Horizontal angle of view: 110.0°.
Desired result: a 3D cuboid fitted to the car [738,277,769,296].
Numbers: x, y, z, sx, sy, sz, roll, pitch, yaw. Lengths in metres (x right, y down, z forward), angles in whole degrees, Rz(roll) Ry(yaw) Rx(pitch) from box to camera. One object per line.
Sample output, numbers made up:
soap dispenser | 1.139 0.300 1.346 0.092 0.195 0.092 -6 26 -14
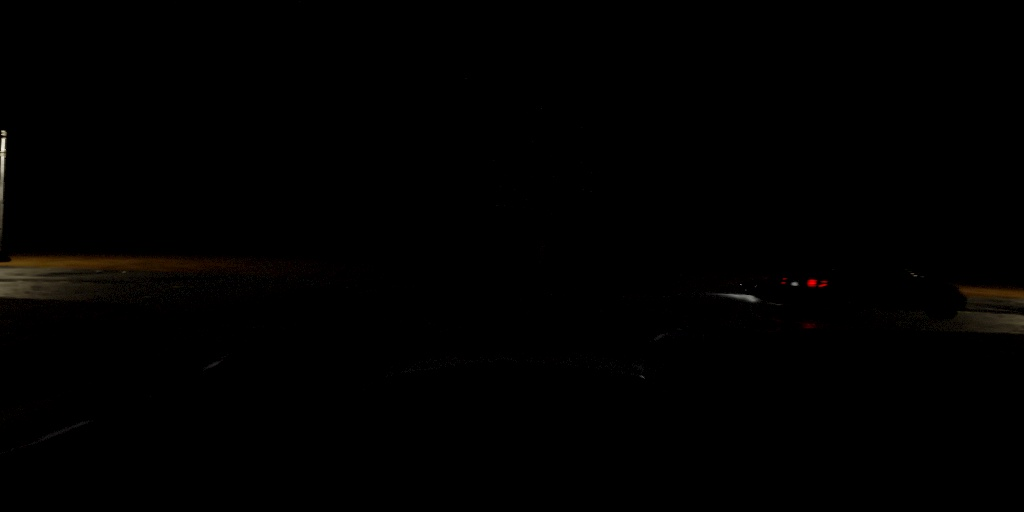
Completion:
car | 16.200 1.659 20.666 5.357 1.411 2.033 1 0 2

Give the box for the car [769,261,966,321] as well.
car | 13.562 1.233 13.744 5.566 2.045 2.150 1 0 2
